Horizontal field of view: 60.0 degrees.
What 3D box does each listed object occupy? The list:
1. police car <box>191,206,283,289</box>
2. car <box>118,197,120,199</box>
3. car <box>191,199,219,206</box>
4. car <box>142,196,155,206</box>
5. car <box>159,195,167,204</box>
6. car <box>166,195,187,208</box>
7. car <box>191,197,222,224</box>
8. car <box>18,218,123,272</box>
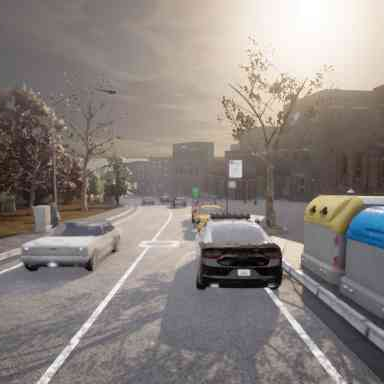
[{"bbox_3d":[1.038,1.408,9.242,1.930,1.638,5.238,0,0,0],"label":"police car"},{"bbox_3d":[-21.472,1.744,93.101,2.033,1.411,5.357,-3,1,-26],"label":"car"},{"bbox_3d":[1.025,1.419,19.368,1.801,1.575,5.366,0,0,0],"label":"car"},{"bbox_3d":[-7.138,1.469,54.351,1.837,1.490,4.892,-1,0,-13],"label":"car"},{"bbox_3d":[-4.803,1.386,60.394,1.837,1.490,4.892,-2,0,-16],"label":"car"},{"bbox_3d":[-1.952,1.384,46.905,2.128,1.511,4.902,-1,0,-10],"label":"car"},{"bbox_3d":[1.010,1.300,25.201,2.097,1.767,4.553,0,0,-1],"label":"car"},{"bbox_3d":[-3.617,1.580,10.841,1.895,1.301,4.718,0,0,0],"label":"car"}]
